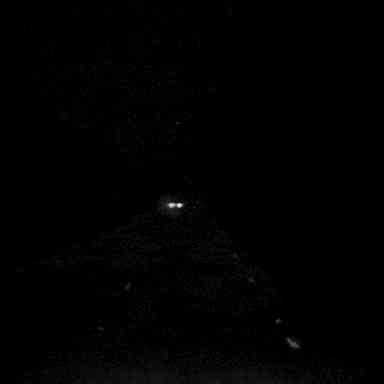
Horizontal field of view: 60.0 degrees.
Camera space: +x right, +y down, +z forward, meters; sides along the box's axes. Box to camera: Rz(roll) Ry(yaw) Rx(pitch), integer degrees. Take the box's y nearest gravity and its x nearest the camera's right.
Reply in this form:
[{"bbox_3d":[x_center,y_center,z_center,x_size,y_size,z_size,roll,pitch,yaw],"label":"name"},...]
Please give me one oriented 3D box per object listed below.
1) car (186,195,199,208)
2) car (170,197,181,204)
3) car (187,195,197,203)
[{"bbox_3d":[0.064,1.500,46.308,2.033,1.411,5.357,0,0,0],"label":"car"},{"bbox_3d":[-3.075,1.553,62.751,1.895,1.301,4.718,0,0,1],"label":"car"},{"bbox_3d":[0.048,1.431,67.072,1.882,1.535,5.008,0,0,0],"label":"car"}]
